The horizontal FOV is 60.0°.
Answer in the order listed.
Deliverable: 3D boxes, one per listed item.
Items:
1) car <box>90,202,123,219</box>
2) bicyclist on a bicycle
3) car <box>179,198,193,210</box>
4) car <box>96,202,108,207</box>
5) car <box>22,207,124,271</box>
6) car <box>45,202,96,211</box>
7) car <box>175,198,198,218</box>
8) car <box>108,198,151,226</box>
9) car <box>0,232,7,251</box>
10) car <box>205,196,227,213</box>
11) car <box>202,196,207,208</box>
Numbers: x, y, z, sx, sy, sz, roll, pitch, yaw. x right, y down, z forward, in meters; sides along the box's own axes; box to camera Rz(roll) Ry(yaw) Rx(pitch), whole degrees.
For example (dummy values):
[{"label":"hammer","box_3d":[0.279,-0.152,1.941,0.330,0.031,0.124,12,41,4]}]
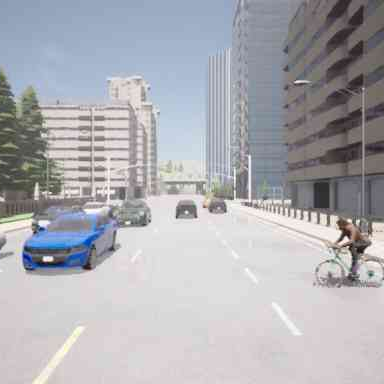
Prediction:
[{"label":"car","box_3d":[-7.672,1.594,30.283,1.895,1.301,4.718,0,0,-1]},{"label":"bicyclist on a bicycle","box_3d":[3.680,1.442,7.747,1.656,1.620,0.582,-1,0,-1]},{"label":"car","box_3d":[-0.804,1.516,43.611,1.812,1.442,4.674,0,0,-1]},{"label":"car","box_3d":[-7.514,1.520,25.513,1.812,1.442,4.674,0,0,-1]},{"label":"car","box_3d":[-3.805,1.475,11.169,1.882,1.535,5.008,0,0,-1]},{"label":"car","box_3d":[-7.471,1.488,19.217,2.128,1.511,4.902,0,0,-1]},{"label":"car","box_3d":[-0.515,1.494,30.376,1.837,1.490,4.892,0,-1,-1]},{"label":"car","box_3d":[-4.046,1.347,22.985,2.097,1.767,4.553,0,0,-1]},{"label":"car","box_3d":[-7.267,1.599,9.223,1.895,1.301,4.718,0,0,-1]},{"label":"car","box_3d":[2.808,1.494,37.649,1.837,1.490,4.892,0,-1,-1]},{"label":"car","box_3d":[2.591,1.342,46.777,2.097,1.767,4.553,0,0,-1]}]
